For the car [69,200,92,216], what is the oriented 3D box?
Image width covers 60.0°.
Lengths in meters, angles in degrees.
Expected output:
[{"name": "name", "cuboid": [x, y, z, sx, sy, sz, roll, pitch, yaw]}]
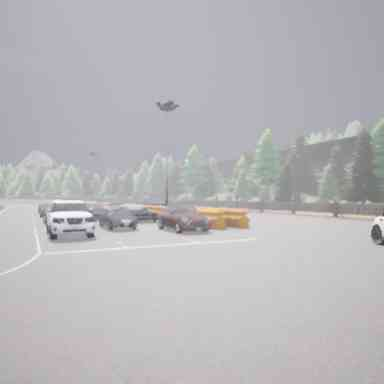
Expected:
[{"name": "car", "cuboid": [-13.767, 1.874, 40.852, 2.097, 1.767, 4.553, 1, -1, -26]}]

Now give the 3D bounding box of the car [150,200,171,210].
[{"name": "car", "cuboid": [-5.435, 2.227, 56.100, 1.882, 1.535, 5.008, 1, -1, -26]}]

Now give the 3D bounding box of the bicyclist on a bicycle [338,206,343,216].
[{"name": "bicyclist on a bicycle", "cuboid": [16.359, 1.849, 37.207, 1.656, 1.620, 0.582, 0, -1, -26]}]

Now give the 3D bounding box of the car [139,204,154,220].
[{"name": "car", "cuboid": [-4.502, 1.996, 29.823, 1.895, 1.301, 4.718, 1, -1, -26]}]

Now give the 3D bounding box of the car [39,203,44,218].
[{"name": "car", "cuboid": [-11.384, 1.845, 27.970, 2.128, 1.511, 4.902, 1, -1, -26]}]

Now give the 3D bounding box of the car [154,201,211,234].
[{"name": "car", "cuboid": [-0.554, 1.648, 21.751, 2.097, 1.767, 4.553, 1, -1, -26]}]

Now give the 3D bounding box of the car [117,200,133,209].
[{"name": "car", "cuboid": [-12.621, 2.345, 62.608, 1.812, 1.442, 4.674, 1, -1, -26]}]

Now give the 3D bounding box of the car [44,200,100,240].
[{"name": "car", "cuboid": [-7.027, 1.465, 19.060, 2.150, 2.045, 5.566, 1, -1, -26]}]

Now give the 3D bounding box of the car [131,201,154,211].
[{"name": "car", "cuboid": [-8.006, 2.198, 53.393, 2.128, 1.511, 4.902, 1, -1, -26]}]

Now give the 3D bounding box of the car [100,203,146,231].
[{"name": "car", "cuboid": [-5.201, 1.797, 23.282, 2.128, 1.511, 4.902, 1, -1, -26]}]

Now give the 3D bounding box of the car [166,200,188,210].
[{"name": "car", "cuboid": [-2.736, 2.279, 58.410, 2.128, 1.511, 4.902, 1, -1, -26]}]

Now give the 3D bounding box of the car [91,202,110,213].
[{"name": "car", "cuboid": [-13.235, 2.143, 47.782, 1.812, 1.442, 4.674, 1, -1, -26]}]

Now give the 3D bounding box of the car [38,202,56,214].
[{"name": "car", "cuboid": [-19.748, 2.129, 45.173, 1.994, 1.385, 4.181, 1, -1, -26]}]

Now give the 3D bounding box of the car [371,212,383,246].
[{"name": "car", "cuboid": [9.397, 1.431, 13.537, 2.150, 2.045, 5.566, 1, -1, 7]}]

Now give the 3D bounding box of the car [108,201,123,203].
[{"name": "car", "cuboid": [-8.768, 1.855, 38.572, 2.097, 1.767, 4.553, 1, -1, -26]}]
